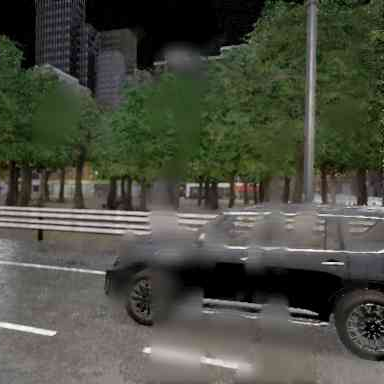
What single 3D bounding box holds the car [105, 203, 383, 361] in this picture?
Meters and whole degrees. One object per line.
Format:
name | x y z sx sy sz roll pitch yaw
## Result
car | 1.270 1.212 5.889 5.566 2.045 2.150 1 0 17
